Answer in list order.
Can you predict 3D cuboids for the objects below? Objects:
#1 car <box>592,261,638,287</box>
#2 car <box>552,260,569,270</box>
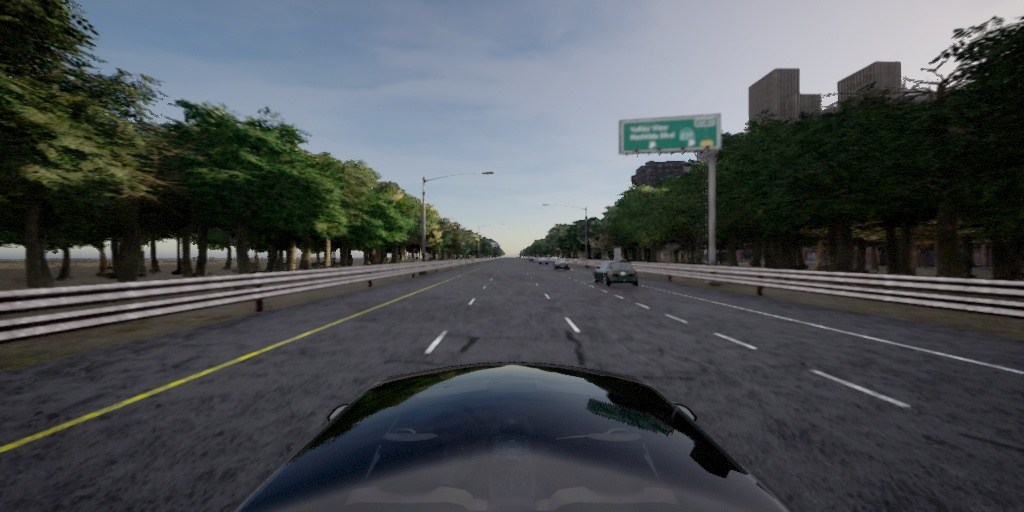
[{"bbox_3d":[7.003,1.104,24.748,2.097,1.767,4.553,0,0,0],"label":"car"},{"bbox_3d":[7.008,1.280,51.705,1.812,1.442,4.674,0,0,0],"label":"car"}]
